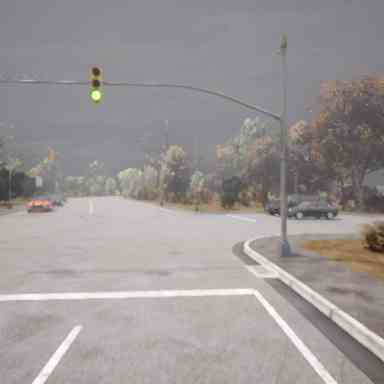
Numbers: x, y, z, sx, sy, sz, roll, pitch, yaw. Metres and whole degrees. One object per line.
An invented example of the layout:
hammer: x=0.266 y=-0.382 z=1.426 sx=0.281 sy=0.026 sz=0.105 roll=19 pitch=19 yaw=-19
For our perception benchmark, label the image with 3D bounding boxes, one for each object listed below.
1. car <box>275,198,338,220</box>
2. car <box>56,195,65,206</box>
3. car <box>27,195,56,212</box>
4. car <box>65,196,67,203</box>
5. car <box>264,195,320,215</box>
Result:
car: x=9.955 y=1.544 z=28.189 sx=4.892 sy=1.490 sz=1.837 roll=1 pitch=0 yaw=-14
car: x=-20.347 y=1.175 z=48.959 sx=2.097 sy=1.767 sz=4.553 roll=0 pitch=0 yaw=-17
car: x=-16.719 y=1.245 z=36.803 sx=2.097 sy=1.767 sz=4.553 roll=0 pitch=0 yaw=-16
car: x=-24.971 y=1.319 z=63.816 sx=2.033 sy=1.411 sz=5.357 roll=0 pitch=0 yaw=-18
car: x=9.722 y=1.254 z=31.738 sx=5.566 sy=2.045 sz=2.150 roll=1 pitch=0 yaw=-14
